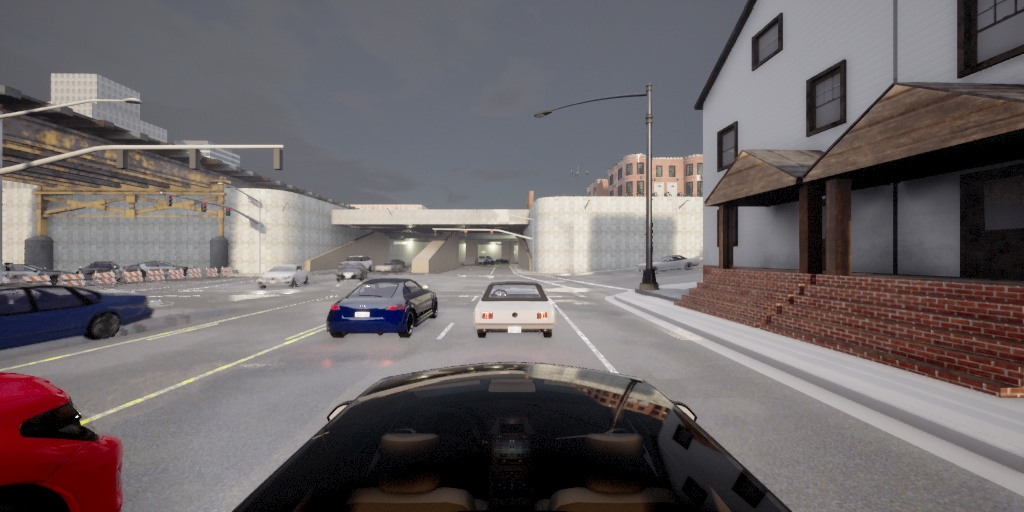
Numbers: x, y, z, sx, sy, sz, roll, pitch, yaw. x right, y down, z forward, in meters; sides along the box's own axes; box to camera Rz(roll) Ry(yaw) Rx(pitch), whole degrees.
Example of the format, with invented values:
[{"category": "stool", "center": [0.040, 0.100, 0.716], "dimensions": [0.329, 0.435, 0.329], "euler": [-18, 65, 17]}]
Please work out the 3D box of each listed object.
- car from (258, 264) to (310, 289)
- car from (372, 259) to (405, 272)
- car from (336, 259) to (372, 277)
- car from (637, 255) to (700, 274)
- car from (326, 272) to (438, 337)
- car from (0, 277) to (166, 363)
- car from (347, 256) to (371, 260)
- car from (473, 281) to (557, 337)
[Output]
[{"category": "car", "center": [-14.723, 1.275, 23.414], "dimensions": [1.812, 1.442, 4.674], "euler": [0, 0, -15]}, {"category": "car", "center": [-14.740, 1.351, 42.947], "dimensions": [1.895, 1.301, 4.718], "euler": [0, 0, -2]}, {"category": "car", "center": [-12.668, 1.242, 28.471], "dimensions": [2.128, 1.511, 4.902], "euler": [0, 0, -17]}, {"category": "car", "center": [13.060, 0.665, 30.175], "dimensions": [4.718, 1.301, 1.895], "euler": [-7, 0, 0]}, {"category": "car", "center": [-3.429, 1.314, 10.243], "dimensions": [1.994, 1.385, 4.181], "euler": [0, 0, 0]}, {"category": "car", "center": [-10.581, 1.297, 7.226], "dimensions": [2.033, 1.411, 5.357], "euler": [0, 0, 0]}, {"category": "car", "center": [-18.215, 0.972, 42.116], "dimensions": [2.150, 2.045, 5.566], "euler": [0, 0, -2]}, {"category": "car", "center": [0.072, 1.351, 10.197], "dimensions": [1.895, 1.301, 4.718], "euler": [0, 0, 0]}]
